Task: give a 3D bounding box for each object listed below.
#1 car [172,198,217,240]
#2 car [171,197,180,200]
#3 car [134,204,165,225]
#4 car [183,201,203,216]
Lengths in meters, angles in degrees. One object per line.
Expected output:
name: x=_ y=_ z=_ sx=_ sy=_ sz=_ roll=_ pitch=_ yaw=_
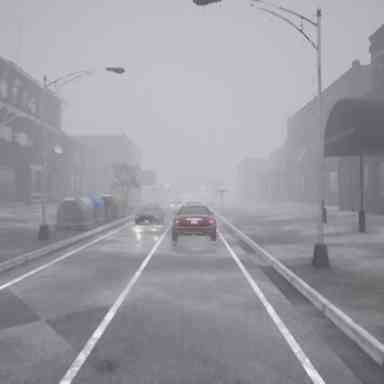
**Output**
car: x=0.105 y=1.395 z=17.266 sx=2.097 sy=1.767 sz=4.553 roll=0 pitch=0 yaw=0
car: x=-2.994 y=1.805 z=65.680 sx=1.837 sy=1.490 sz=4.892 roll=0 pitch=0 yaw=0
car: x=-3.092 y=1.630 z=25.342 sx=2.033 sy=1.411 sz=5.357 roll=0 pitch=0 yaw=0
car: x=0.109 y=1.690 z=35.781 sx=2.033 sy=1.411 sz=5.357 roll=0 pitch=0 yaw=0
